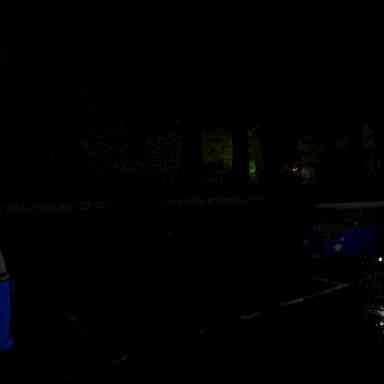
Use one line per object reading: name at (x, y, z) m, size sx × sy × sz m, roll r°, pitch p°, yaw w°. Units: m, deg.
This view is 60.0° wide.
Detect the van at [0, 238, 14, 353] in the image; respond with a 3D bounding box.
van at (-4.134, 1.365, 3.581) m, size 3.998 × 1.788 × 1.690 m, roll -1°, pitch 0°, yaw -36°

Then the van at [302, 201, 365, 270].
van at (5.056, 1.189, 10.181) m, size 3.998 × 1.788 × 1.690 m, roll -1°, pitch 0°, yaw -36°

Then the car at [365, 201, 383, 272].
car at (6.895, 1.061, 8.336) m, size 5.566 × 2.045 × 2.150 m, roll -1°, pitch 1°, yaw -36°
